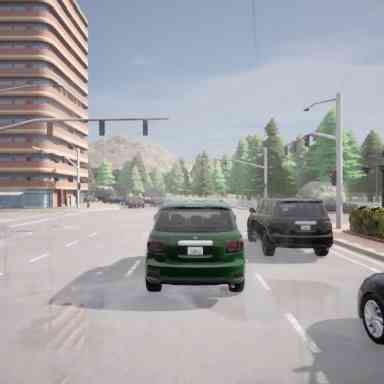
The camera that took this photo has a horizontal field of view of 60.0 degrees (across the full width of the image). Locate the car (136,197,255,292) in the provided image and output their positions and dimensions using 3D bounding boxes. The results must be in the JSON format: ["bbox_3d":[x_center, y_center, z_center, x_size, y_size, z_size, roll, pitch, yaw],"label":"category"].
[{"bbox_3d":[0.084,1.221,9.056,2.150,2.045,5.566,0,0,0],"label":"car"}]

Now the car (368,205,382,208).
[{"bbox_3d":[19.214,1.656,32.254,4.718,1.301,1.895,0,0,1],"label":"car"}]

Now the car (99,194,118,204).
[{"bbox_3d":[-15.416,1.601,63.518,1.895,1.301,4.718,0,0,-39],"label":"car"}]

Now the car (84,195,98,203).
[{"bbox_3d":[-22.858,1.525,70.434,4.902,1.511,2.128,0,0,34],"label":"car"}]

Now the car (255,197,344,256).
[{"bbox_3d":[3.611,1.221,13.193,2.150,2.045,5.566,0,0,0],"label":"car"}]

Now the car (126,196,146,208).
[{"bbox_3d":[-7.932,1.352,47.237,2.097,1.767,4.553,0,0,-13],"label":"car"}]

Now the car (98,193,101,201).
[{"bbox_3d":[-23.093,1.524,74.675,4.674,1.442,1.812,0,0,31],"label":"car"}]

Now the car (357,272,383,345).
[{"bbox_3d":[3.607,1.505,3.496,1.837,1.490,4.892,0,0,0],"label":"car"}]

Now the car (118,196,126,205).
[{"bbox_3d":[-10.526,1.505,55.651,1.837,1.490,4.892,0,0,-26],"label":"car"}]

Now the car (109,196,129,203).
[{"bbox_3d":[-15.143,1.552,68.708,4.181,1.385,1.994,0,0,45],"label":"car"}]

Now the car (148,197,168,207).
[{"bbox_3d":[-5.319,1.547,52.058,2.033,1.411,5.357,0,0,-18],"label":"car"}]

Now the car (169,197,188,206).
[{"bbox_3d":[-2.299,1.525,54.555,1.812,1.442,4.674,0,0,-19],"label":"car"}]

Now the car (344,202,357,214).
[{"bbox_3d":[14.947,1.603,35.777,5.357,1.411,2.033,0,0,4],"label":"car"}]

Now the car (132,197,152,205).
[{"bbox_3d":[-9.245,1.601,60.809,1.895,1.301,4.718,0,0,-31],"label":"car"}]
